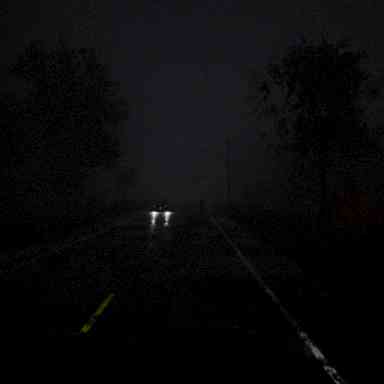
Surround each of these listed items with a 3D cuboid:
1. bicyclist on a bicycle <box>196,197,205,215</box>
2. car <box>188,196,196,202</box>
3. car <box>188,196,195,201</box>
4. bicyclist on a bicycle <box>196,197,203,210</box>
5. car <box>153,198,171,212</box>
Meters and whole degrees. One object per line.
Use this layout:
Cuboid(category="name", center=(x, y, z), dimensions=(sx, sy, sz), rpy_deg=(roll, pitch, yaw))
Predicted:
Cuboid(category="bicyclist on a bicycle", center=(0.951, 1.490, 31.481), dimensions=(0.582, 1.620, 1.656), rpy_deg=(0, 0, 0))
Cuboid(category="car", center=(-0.028, 1.679, 79.405), dimensions=(2.033, 1.411, 5.357), rpy_deg=(0, 0, 0))
Cuboid(category="car", center=(-0.033, 1.778, 94.836), dimensions=(1.895, 1.301, 4.718), rpy_deg=(0, 0, 0))
Cuboid(category="bicyclist on a bicycle", center=(0.962, 1.490, 42.138), dimensions=(0.866, 1.612, 1.509), rpy_deg=(0, 0, 0))
Cuboid(category="car", center=(-3.586, 1.553, 40.295), dimensions=(1.837, 1.490, 4.892), rpy_deg=(0, 0, 0))
